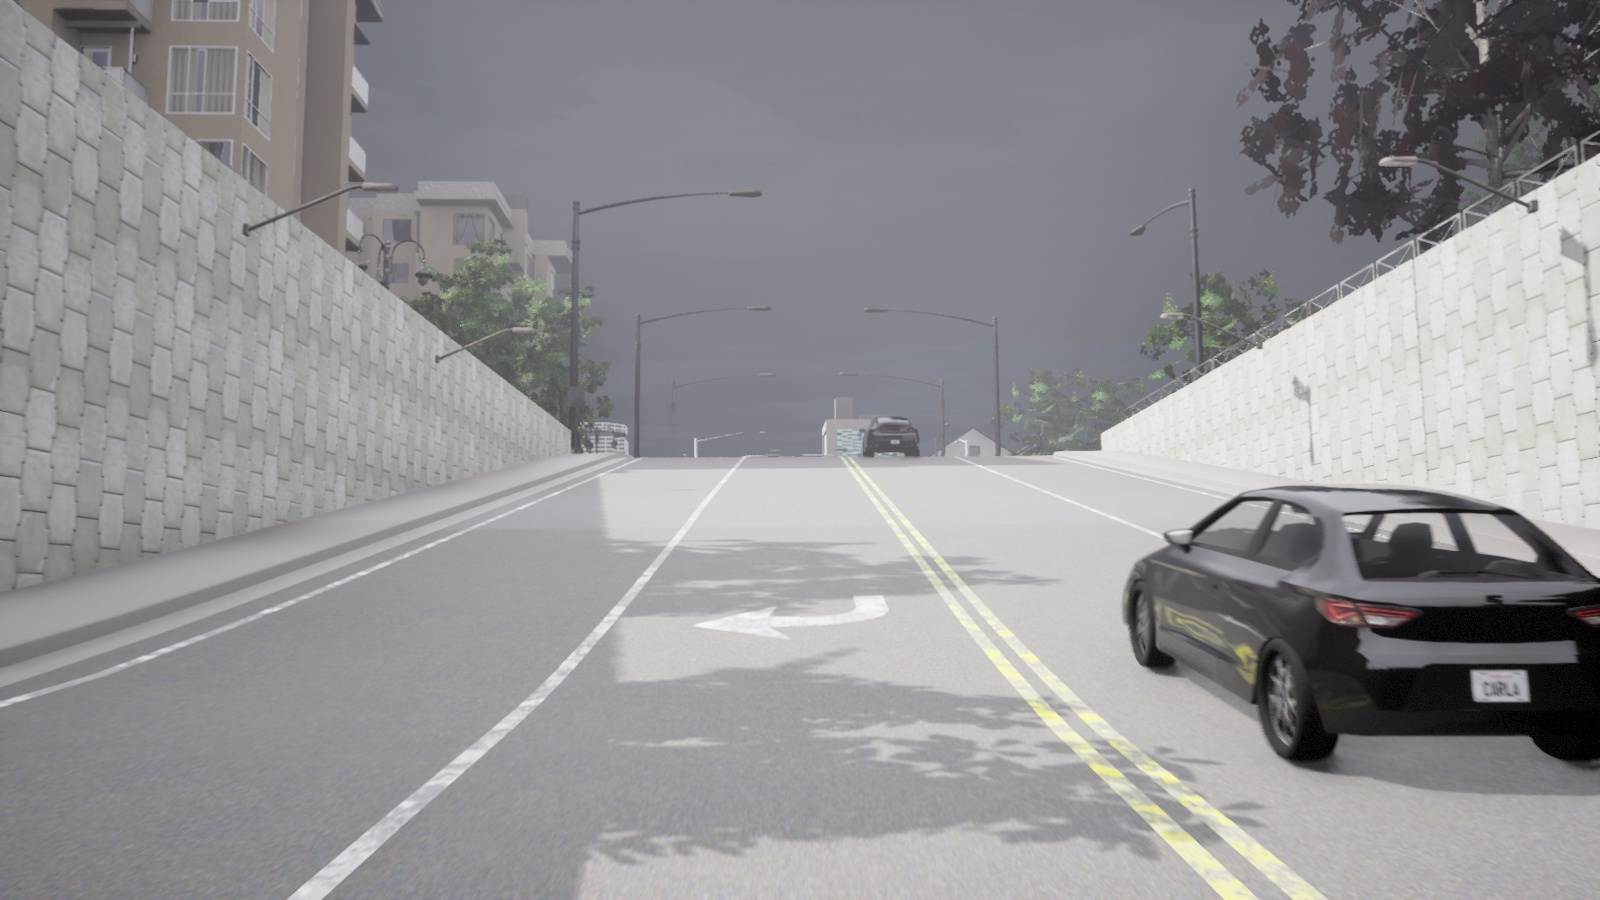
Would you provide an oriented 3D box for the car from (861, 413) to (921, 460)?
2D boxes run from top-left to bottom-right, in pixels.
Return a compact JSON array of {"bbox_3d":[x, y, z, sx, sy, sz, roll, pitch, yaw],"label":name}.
[{"bbox_3d":[3.291,-0.464,46.227,1.837,1.490,4.892,-1,-2,0],"label":"car"}]

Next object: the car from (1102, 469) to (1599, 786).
[{"bbox_3d":[3.457,0.926,8.439,1.816,1.474,4.193,-1,1,0],"label":"car"}]
